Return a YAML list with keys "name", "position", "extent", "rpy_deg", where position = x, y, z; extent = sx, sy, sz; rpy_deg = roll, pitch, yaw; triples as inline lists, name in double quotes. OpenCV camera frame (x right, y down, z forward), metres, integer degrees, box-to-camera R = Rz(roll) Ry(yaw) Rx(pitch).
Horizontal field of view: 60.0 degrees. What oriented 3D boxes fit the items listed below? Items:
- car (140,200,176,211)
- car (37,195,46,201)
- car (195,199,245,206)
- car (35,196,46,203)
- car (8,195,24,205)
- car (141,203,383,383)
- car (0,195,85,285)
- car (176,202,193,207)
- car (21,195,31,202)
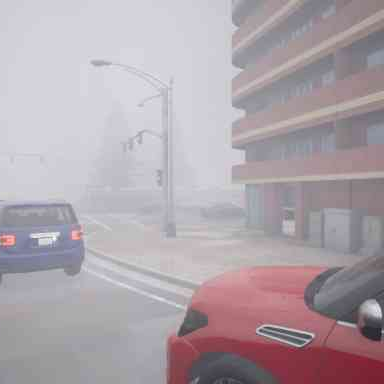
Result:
- name: "car"
  position: [-3.344, 1.581, 36.126]
  extent: [4.674, 1.442, 1.812]
  rpy_deg: [0, 0, -23]
- name: "car"
  position: [-37.309, 1.478, 82.452]
  extent: [1.882, 1.535, 5.008]
  rpy_deg: [0, 0, -23]
- name: "car"
  position: [2.816, 1.581, 27.123]
  extent: [4.674, 1.442, 1.812]
  rpy_deg: [0, 0, -23]
- name: "car"
  position: [-33.275, 1.540, 72.982]
  extent: [2.033, 1.411, 5.357]
  rpy_deg: [0, 0, -23]
- name: "car"
  position: [-30.612, 1.352, 58.051]
  extent: [2.097, 1.767, 4.553]
  rpy_deg: [0, 0, -23]
- name: "car"
  position: [2.392, 1.221, 2.420]
  extent: [5.566, 2.045, 2.150]
  rpy_deg: [0, 0, 36]
- name: "car"
  position: [-4.917, 1.221, 9.767]
  extent: [2.150, 2.045, 5.566]
  rpy_deg: [0, 0, -36]
- name: "car"
  position: [1.115, 1.656, 34.215]
  extent: [4.718, 1.301, 1.895]
  rpy_deg: [0, 0, -23]
- name: "car"
  position: [-40.551, 1.500, 81.132]
  extent: [1.837, 1.490, 4.892]
  rpy_deg: [0, 0, -23]
